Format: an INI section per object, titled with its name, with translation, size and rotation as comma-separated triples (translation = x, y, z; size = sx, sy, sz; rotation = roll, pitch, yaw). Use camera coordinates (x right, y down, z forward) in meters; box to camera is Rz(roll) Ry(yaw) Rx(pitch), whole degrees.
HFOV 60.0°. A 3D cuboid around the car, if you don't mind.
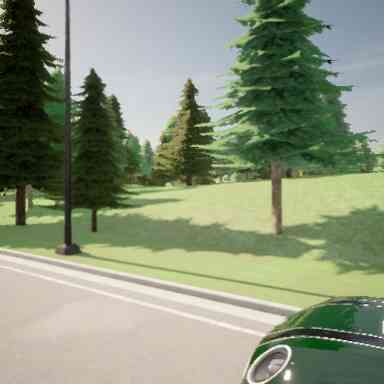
[car]
translation = 2.583, 1.350, 2.149
size = 4.553, 1.767, 2.097
rotation = 0, 0, 36
